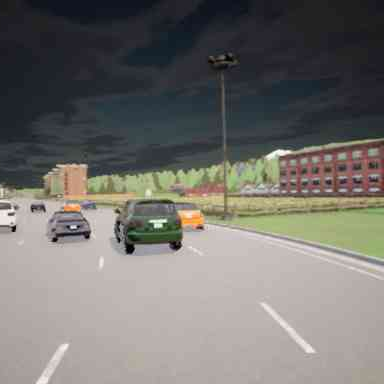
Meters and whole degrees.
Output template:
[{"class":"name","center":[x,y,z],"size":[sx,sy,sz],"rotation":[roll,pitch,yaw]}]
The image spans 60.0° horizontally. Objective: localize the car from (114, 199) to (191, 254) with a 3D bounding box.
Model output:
[{"class":"car","center":[-2.029,1.302,14.355],"size":[2.150,2.045,5.566],"rotation":[-1,0,-18]}]

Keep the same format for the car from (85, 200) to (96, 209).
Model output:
[{"class":"car","center":[-16.020,2.034,51.428],"size":[1.812,1.442,4.674],"rotation":[-1,0,-27]}]

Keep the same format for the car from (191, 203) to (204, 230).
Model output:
[{"class":"car","center":[-0.998,1.417,20.818],"size":[2.097,1.767,4.553],"rotation":[-2,0,-22]}]

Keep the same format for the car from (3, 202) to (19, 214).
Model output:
[{"class":"car","center":[-26.532,2.251,48.956],"size":[1.882,1.535,5.008],"rotation":[-1,0,-27]}]

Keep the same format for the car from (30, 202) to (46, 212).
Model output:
[{"class":"car","center":[-22.841,2.157,49.408],"size":[1.882,1.535,5.008],"rotation":[-1,0,-27]}]

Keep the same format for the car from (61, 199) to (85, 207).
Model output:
[{"class":"car","center":[-15.452,1.829,42.532],"size":[2.097,1.767,4.553],"rotation":[-1,0,-27]}]

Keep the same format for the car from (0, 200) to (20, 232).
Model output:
[{"class":"car","center":[-13.136,1.600,22.625],"size":[2.150,2.045,5.566],"rotation":[-1,0,-28]}]

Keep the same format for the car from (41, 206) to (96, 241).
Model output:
[{"class":"car","center":[-6.811,1.757,18.109],"size":[2.033,1.411,5.357],"rotation":[-1,0,-27]}]
